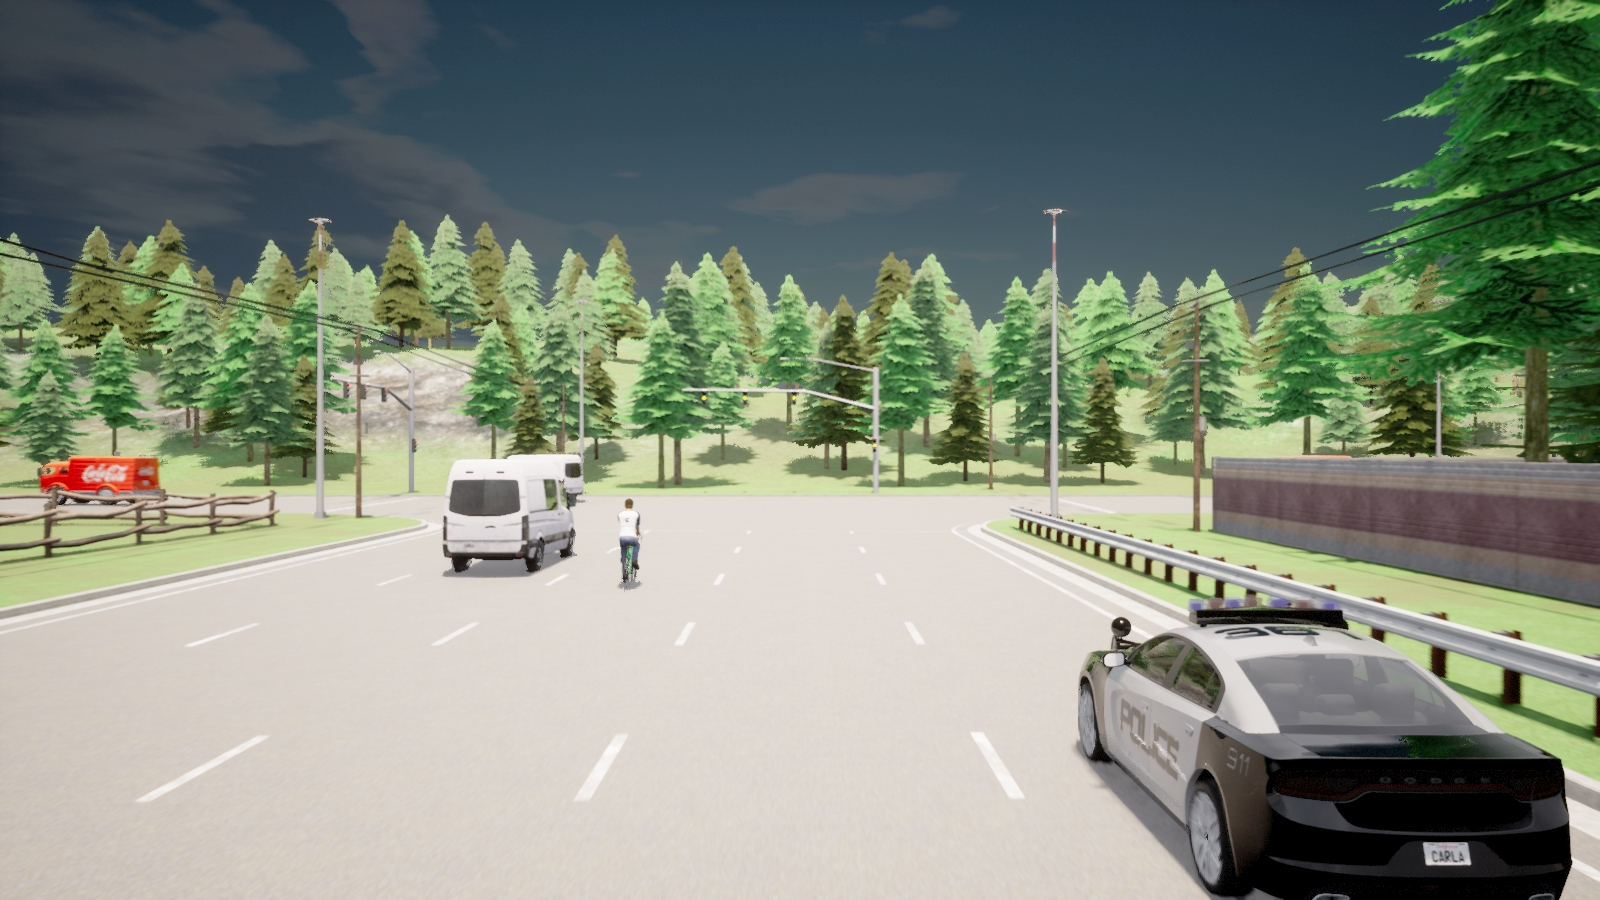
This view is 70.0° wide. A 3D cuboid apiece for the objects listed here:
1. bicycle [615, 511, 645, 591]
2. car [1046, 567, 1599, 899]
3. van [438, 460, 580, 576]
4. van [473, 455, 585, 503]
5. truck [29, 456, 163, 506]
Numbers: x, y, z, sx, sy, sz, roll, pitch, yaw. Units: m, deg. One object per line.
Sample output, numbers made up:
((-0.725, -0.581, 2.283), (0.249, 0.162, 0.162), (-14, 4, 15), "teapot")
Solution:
((-3.499, 2.056, 23.543), (0.373, 1.496, 1.643), (0, 0, 0), "bicycle")
((3.501, 1.982, 8.768), (2.097, 1.638, 5.238), (0, 0, 0), "car")
((-6.993, 1.531, 28.189), (1.988, 2.561, 5.915), (0, -1, 0), "van")
((-14.769, 1.534, 62.319), (5.915, 2.561, 1.988), (0, 0, 23), "van")
((-35.787, 1.569, 58.219), (5.204, 2.467, 2.627), (0, 0, 2), "truck")
